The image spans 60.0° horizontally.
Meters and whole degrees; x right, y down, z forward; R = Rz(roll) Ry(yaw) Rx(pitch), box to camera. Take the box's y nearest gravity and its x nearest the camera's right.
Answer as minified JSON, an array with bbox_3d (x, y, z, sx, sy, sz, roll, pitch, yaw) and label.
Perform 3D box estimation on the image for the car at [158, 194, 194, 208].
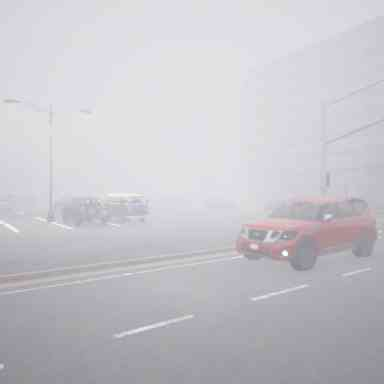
[{"bbox_3d":[-2.495,1.277,50.746,2.150,2.045,5.566,0,0,-36],"label":"car"}]

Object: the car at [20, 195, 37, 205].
[{"bbox_3d":[-27.224,1.209,55.386,1.932,1.855,4.605,0,0,-35],"label":"car"}]

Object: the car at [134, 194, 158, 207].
[{"bbox_3d":[-8.871,1.547,66.054,2.128,1.511,4.902,0,0,-35],"label":"car"}]

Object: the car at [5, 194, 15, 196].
[{"bbox_3d":[-29.620,1.212,53.761,1.905,1.878,3.866,0,0,-35],"label":"car"}]

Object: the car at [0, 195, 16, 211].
[{"bbox_3d":[-21.753,1.451,37.932,1.970,1.475,3.806,0,0,-35],"label":"car"}]

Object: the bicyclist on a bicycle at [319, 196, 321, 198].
[{"bbox_3d":[16.570,1.356,42.879,1.656,1.620,0.582,0,0,-35],"label":"bicyclist on a bicycle"}]

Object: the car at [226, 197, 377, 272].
[{"bbox_3d":[4.033,1.222,11.198,5.566,2.045,2.150,0,0,-36],"label":"car"}]

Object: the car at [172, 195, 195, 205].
[{"bbox_3d":[-1.573,1.407,61.855,2.097,1.767,4.553,0,0,-35],"label":"car"}]

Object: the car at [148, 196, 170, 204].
[{"bbox_3d":[-6.941,1.603,69.385,2.033,1.411,5.357,0,0,-35],"label":"car"}]

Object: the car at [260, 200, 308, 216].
[{"bbox_3d":[9.356,1.581,34.107,1.812,1.442,4.674,0,0,-36],"label":"car"}]

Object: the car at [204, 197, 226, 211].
[{"bbox_3d":[3.599,1.407,42.168,2.097,1.767,4.553,0,0,-35],"label":"car"}]
